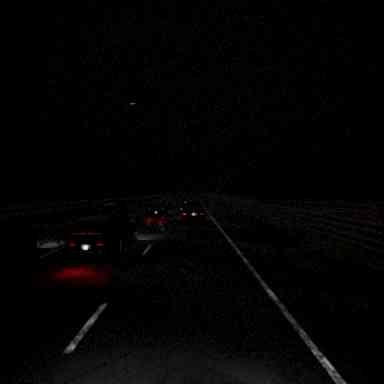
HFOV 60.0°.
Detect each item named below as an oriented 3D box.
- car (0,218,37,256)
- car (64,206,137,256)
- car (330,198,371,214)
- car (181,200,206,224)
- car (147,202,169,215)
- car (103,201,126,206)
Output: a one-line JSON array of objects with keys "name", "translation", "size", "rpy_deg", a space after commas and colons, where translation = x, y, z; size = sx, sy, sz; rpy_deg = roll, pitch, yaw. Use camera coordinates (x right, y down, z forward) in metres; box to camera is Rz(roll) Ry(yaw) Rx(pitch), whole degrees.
[{"name": "car", "translation": [-6.894, 1.519, 10.914], "size": [1.812, 1.442, 4.674], "rpy_deg": [1, 0, 0]}, {"name": "car", "translation": [-3.398, 1.507, 13.046], "size": [1.837, 1.490, 4.892], "rpy_deg": [0, 0, 0]}, {"name": "car", "translation": [17.621, 1.502, 37.246], "size": [2.097, 1.767, 4.553], "rpy_deg": [0, 0, -17]}, {"name": "car", "translation": [0.101, 1.557, 25.154], "size": [2.033, 1.411, 5.357], "rpy_deg": [0, 0, 0]}, {"name": "car", "translation": [-3.401, 1.617, 33.817], "size": [1.895, 1.301, 4.718], "rpy_deg": [0, 0, 0]}, {"name": "car", "translation": [-6.901, 1.505, 29.412], "size": [1.812, 1.442, 4.674], "rpy_deg": [0, 0, 0]}]
